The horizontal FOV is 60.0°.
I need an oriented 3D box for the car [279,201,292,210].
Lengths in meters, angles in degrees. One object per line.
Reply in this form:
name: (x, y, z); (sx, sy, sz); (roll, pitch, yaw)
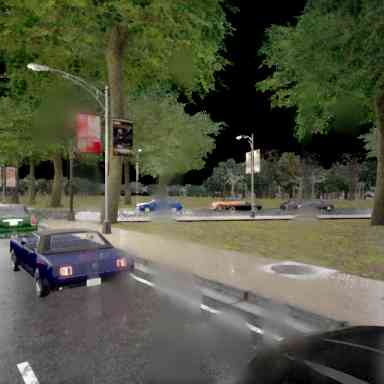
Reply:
car: (14.355, 1.810, 46.316); (4.181, 1.385, 1.994); (0, 0, -14)

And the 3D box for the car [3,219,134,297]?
car: (-3.413, 1.601, 8.732); (1.895, 1.301, 4.718); (0, 0, -38)

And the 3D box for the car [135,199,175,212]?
car: (-4.620, 1.657, 41.495); (4.674, 1.442, 1.812); (0, 0, -16)

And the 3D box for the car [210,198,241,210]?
car: (4.694, 1.538, 43.870); (4.553, 1.767, 2.097); (0, 0, -14)

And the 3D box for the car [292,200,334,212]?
car: (16.160, 1.745, 43.420); (4.902, 1.511, 2.128); (0, 0, -14)

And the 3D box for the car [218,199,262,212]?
car: (6.111, 1.791, 40.877); (4.718, 1.301, 1.895); (0, 0, -14)

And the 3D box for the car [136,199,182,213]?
car: (-3.647, 1.611, 38.397); (5.008, 1.535, 1.882); (0, 0, -14)

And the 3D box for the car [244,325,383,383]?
car: (2.346, 1.478, 1.248); (1.882, 1.535, 5.008); (0, 0, -37)

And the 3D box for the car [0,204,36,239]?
car: (-8.891, 1.352, 15.859); (2.097, 1.767, 4.553); (0, 0, -38)
